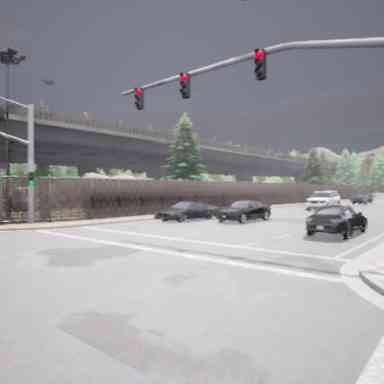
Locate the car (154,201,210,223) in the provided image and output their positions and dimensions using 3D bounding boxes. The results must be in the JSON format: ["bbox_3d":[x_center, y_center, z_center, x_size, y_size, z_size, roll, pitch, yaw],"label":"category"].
[{"bbox_3d":[-0.262,1.370,23.983,2.033,1.411,5.357,0,0,41],"label":"car"}]

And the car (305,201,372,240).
[{"bbox_3d":[6.990,1.353,16.025,1.812,1.442,4.674,0,0,40],"label":"car"}]

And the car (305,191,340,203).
[{"bbox_3d":[13.817,0.904,34.985,2.150,2.045,5.566,0,1,41],"label":"car"}]

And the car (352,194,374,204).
[{"bbox_3d":[24.038,1.032,46.729,2.033,1.411,5.357,0,0,41],"label":"car"}]

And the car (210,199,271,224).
[{"bbox_3d":[3.672,1.284,23.191,1.882,1.535,5.008,0,0,41],"label":"car"}]
